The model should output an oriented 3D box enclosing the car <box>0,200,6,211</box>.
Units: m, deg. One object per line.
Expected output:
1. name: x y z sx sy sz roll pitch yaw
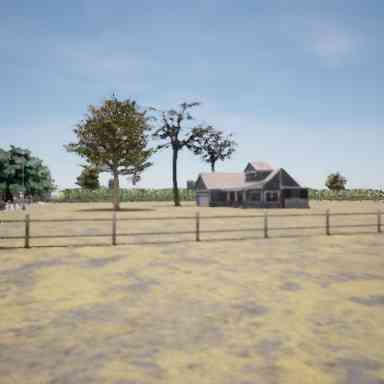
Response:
1. car: -27.087 1.718 45.777 2.033 1.649 4.856 0 0 -19
